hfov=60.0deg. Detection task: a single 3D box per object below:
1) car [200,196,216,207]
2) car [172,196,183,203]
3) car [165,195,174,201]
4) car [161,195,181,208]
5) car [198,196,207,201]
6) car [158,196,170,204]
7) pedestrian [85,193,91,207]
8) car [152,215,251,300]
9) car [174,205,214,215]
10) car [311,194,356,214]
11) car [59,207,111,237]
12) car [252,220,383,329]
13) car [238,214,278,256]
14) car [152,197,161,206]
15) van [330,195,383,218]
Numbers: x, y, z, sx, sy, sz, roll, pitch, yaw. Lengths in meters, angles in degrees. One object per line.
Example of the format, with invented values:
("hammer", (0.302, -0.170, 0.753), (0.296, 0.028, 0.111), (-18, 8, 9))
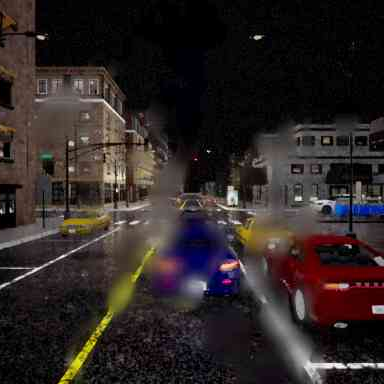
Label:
("car", (2.674, 1.462, 50.846), (1.967, 1.590, 4.097), (0, 0, 0))
("car", (-3.013, 1.610, 69.270), (1.994, 1.385, 4.181), (0, 0, 0))
("car", (-5.712, 1.596, 84.843), (1.752, 1.417, 4.829), (0, 0, 0))
("car", (-3.106, 1.584, 49.471), (1.994, 1.385, 4.181), (0, 0, 0))
("car", (2.669, 1.622, 85.027), (2.008, 1.369, 4.403), (-1, 0, 0))
("car", (-5.708, 1.595, 67.923), (2.008, 1.369, 4.403), (0, 0, 0))
("pedestrian", (-12.638, 1.080, 40.256), (0.375, 1.860, 0.375), (0, 0, 0))
("car", (0.102, 1.525, 8.263), (1.812, 1.442, 4.674), (0, 0, 0))
("car", (0.097, 1.565, 16.956), (1.994, 1.385, 4.181), (0, 0, 0))
("car", (15.478, 1.256, 34.937), (5.566, 2.045, 2.150), (0, 0, 0))
("car", (-5.699, 1.527, 18.207), (1.752, 1.417, 4.829), (0, 0, 0))
("car", (2.684, 1.544, 6.980), (1.887, 1.381, 4.507), (0, 0, 0))
("car", (2.683, 1.526, 12.848), (1.752, 1.417, 4.829), (0, 0, 0))
("car", (-5.706, 1.580, 56.529), (2.008, 1.369, 4.403), (0, 0, 0))
("van", (14.653, 1.413, 29.143), (3.998, 1.788, 1.690), (0, 0, 0))
